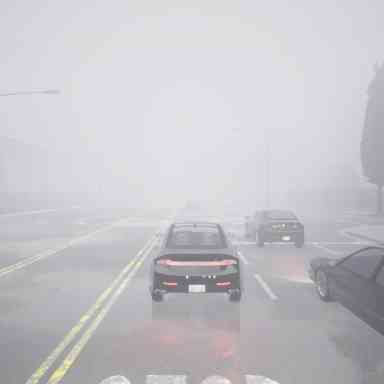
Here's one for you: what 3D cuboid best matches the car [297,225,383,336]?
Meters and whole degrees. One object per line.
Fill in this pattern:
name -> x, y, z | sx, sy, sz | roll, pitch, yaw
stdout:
car -> 3.589, 1.547, 5.256 | 2.033, 1.411, 5.357 | 0, 0, 0

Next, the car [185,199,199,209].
car -> 0.005, 1.601, 44.120 | 1.895, 1.301, 4.718 | 0, 0, 0

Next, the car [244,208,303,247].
car -> 3.566, 1.505, 15.002 | 1.837, 1.490, 4.892 | 0, 0, 0

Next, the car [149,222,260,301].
car -> 0.082, 1.492, 8.302 | 2.128, 1.511, 4.902 | 0, 0, 0
